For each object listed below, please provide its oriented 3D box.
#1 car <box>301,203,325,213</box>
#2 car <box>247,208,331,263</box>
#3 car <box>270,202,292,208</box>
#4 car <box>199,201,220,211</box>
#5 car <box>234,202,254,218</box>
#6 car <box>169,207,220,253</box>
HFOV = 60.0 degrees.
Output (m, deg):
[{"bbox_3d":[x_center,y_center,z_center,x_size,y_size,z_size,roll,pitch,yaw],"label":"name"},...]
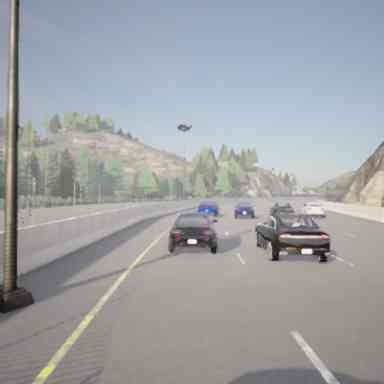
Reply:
[{"bbox_3d":[12.413,1.832,34.375,1.812,1.442,4.674,0,0,9],"label":"car"},{"bbox_3d":[3.559,1.591,12.480,2.128,1.511,4.902,1,0,2],"label":"car"},{"bbox_3d":[8.526,1.736,31.686,2.128,1.511,4.902,1,0,8],"label":"car"},{"bbox_3d":[1.788,1.642,34.222,1.882,1.535,5.008,0,0,8],"label":"car"},{"bbox_3d":[5.074,1.726,32.308,1.812,1.442,4.674,0,0,8],"label":"car"},{"bbox_3d":[0.104,1.585,14.005,1.812,1.442,4.674,0,0,2],"label":"car"}]
